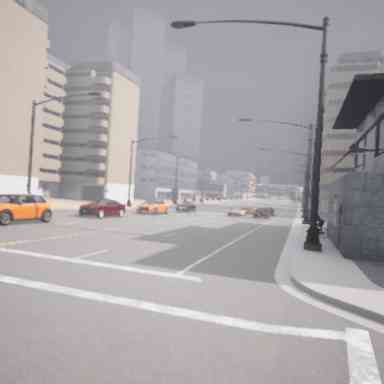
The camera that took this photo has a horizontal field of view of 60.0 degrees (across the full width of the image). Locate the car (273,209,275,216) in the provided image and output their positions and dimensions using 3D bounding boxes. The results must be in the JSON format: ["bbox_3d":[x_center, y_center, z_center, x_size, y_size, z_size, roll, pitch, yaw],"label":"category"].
[{"bbox_3d":[12.519,3.154,54.894,2.128,1.511,4.902,4,0,18],"label":"car"}]

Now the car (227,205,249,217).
[{"bbox_3d":[6.282,2.769,46.816,1.895,1.301,4.718,4,-1,18],"label":"car"}]

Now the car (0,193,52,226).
[{"bbox_3d":[-10.189,0.865,18.943,2.097,1.767,4.553,4,-1,18],"label":"car"}]

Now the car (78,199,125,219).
[{"bbox_3d":[-7.376,1.309,27.688,1.882,1.535,5.008,4,-1,18],"label":"car"}]

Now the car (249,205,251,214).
[{"bbox_3d":[9.197,2.932,55.975,1.882,1.535,5.008,4,0,18],"label":"car"}]

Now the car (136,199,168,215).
[{"bbox_3d":[-4.357,1.585,36.994,2.097,1.767,4.553,4,-1,18],"label":"car"}]

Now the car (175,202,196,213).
[{"bbox_3d":[-0.830,2.194,47.844,2.128,1.511,4.902,4,-1,18],"label":"car"}]

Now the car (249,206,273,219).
[{"bbox_3d":[9.445,2.883,45.237,1.812,1.442,4.674,4,-1,19],"label":"car"}]

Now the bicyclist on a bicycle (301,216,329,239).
[{"bbox_3d":[7.616,2.029,20.559,1.656,1.620,0.582,3,-1,18],"label":"bicyclist on a bicycle"}]
